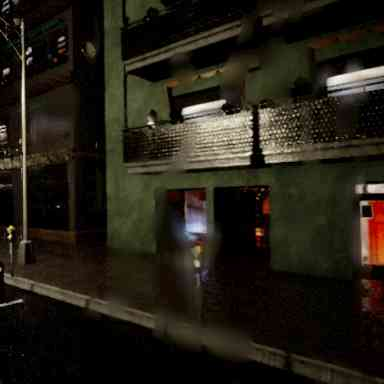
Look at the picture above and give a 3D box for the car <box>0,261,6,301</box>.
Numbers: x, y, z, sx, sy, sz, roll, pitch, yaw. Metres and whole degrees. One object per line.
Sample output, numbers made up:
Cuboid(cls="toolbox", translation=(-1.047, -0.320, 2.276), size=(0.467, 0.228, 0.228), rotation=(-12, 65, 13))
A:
Cuboid(cls="car", translation=(-5.614, 1.586, 6.878), size=(4.507, 1.381, 1.887), rotation=(0, -1, 35))
